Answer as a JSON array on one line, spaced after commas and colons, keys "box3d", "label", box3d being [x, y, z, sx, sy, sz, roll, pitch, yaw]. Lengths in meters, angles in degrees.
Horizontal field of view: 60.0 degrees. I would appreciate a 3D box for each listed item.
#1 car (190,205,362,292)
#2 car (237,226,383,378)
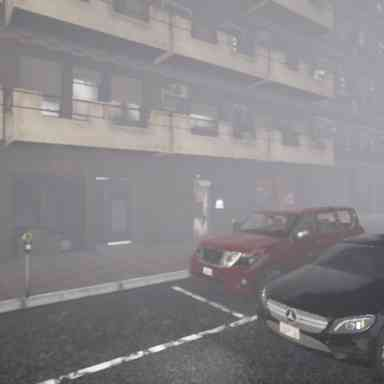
[{"box3d": [2.367, 1.286, 8.247, 5.009, 1.841, 2.192, 0, 0, -36], "label": "car"}, {"box3d": [3.138, 1.501, 5.601, 4.674, 1.442, 1.812, 0, 0, -35], "label": "car"}]
